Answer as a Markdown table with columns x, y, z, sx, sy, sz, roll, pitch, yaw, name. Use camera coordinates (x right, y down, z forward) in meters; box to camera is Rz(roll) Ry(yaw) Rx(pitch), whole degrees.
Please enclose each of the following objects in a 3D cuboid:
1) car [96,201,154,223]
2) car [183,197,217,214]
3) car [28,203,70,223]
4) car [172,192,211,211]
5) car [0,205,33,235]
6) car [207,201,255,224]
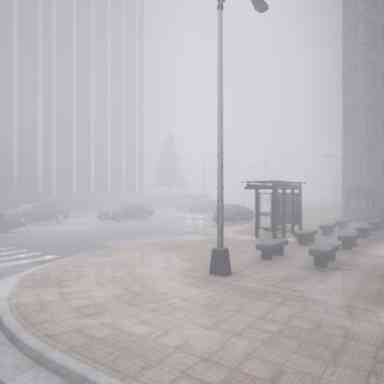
| x | y | z | sx | sy | sz | roll | pitch | yaw | name |
| --- | --- | --- | --- | --- | --- | --- | --- | --- | --- |
| -5.227 | 1.653 | 26.354 | 1.895 | 1.301 | 4.718 | 0 | 0 | 36 | car |
| 1.531 | 1.558 | 35.672 | 1.837 | 1.490 | 4.892 | 0 | 0 | 36 | car |
| -11.242 | 1.557 | 24.012 | 1.837 | 1.490 | 4.892 | 0 | 0 | 36 | car |
| 0.390 | 1.273 | 40.048 | 2.150 | 2.045 | 5.566 | 0 | 0 | 37 | car |
| -11.585 | 1.600 | 17.356 | 2.033 | 1.411 | 5.357 | 0 | 0 | 34 | car |
| 3.349 | 1.617 | 25.913 | 1.994 | 1.385 | 4.181 | 0 | 0 | 36 | car |
